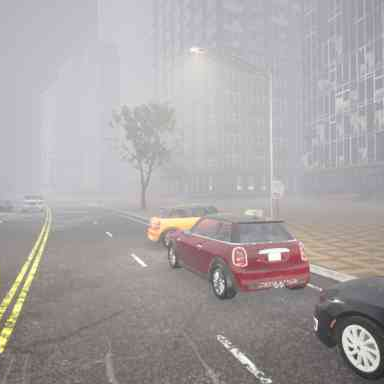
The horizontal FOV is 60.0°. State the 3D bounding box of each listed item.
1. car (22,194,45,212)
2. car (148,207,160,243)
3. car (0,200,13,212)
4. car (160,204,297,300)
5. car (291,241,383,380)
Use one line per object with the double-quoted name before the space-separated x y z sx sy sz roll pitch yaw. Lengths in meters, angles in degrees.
"car" -18.722 1.249 39.338 2.150 2.045 5.566 0 0 -24
"car" 0.424 1.276 14.374 4.553 1.767 2.097 -3 1 -18
"car" -21.705 1.602 38.048 1.994 1.385 4.181 0 0 -24
"car" 0.905 1.355 8.810 2.097 1.767 4.553 0 0 -22
"car" 3.629 1.505 3.334 1.837 1.490 4.892 0 0 -35
